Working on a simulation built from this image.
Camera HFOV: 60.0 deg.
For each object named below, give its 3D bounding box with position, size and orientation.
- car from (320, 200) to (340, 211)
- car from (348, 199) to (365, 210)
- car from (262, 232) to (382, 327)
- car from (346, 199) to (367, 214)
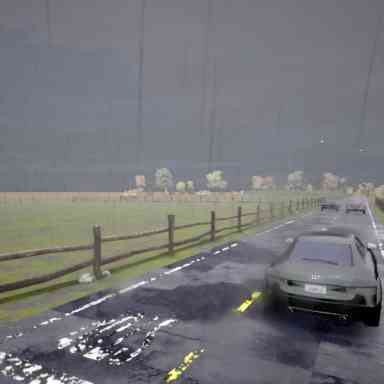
[{"bbox_3d":[16.564,1.585,39.790,1.895,1.301,4.718,0,0,27],"label":"car"},{"bbox_3d":[21.909,1.587,44.175,1.895,1.301,4.718,0,0,27],"label":"car"},{"bbox_3d":[2.944,1.561,7.248,1.994,1.385,4.181,0,0,27],"label":"car"},{"bbox_3d":[17.433,1.535,35.337,2.033,1.411,5.357,0,0,27],"label":"car"}]
